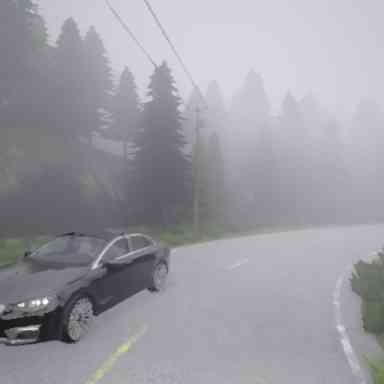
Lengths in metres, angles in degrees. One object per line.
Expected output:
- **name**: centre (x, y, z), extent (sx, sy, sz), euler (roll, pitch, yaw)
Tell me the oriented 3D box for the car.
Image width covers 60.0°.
- **car**: centre (-2.040, 1.551, 6.771), extent (2.128, 1.511, 4.902), euler (1, -1, 20)
